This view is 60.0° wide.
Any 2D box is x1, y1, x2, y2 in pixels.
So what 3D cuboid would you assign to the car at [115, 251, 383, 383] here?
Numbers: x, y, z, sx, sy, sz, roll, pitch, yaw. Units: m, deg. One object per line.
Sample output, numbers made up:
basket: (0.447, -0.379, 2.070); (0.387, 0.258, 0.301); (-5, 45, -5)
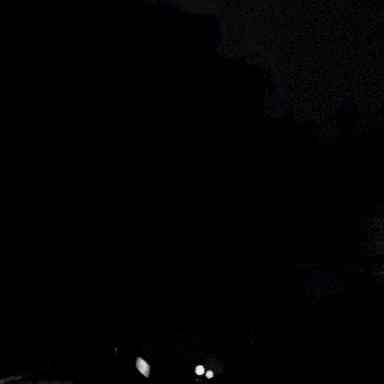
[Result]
car: (1.131, 1.570, 4.489); (4.181, 1.385, 1.994); (0, 0, -35)
